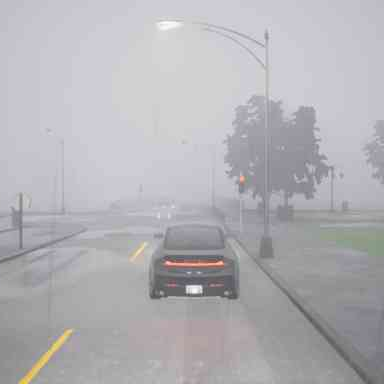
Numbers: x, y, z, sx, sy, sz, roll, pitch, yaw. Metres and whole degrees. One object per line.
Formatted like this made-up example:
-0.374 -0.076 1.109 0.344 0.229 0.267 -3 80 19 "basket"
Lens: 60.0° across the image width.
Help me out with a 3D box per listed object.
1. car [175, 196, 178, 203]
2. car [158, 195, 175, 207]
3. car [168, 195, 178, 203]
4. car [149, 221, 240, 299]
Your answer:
-4.100 1.587 60.237 1.895 1.301 4.718 0 0 0 "car"
-4.120 1.494 50.844 1.837 1.490 4.892 0 0 0 "car"
-4.035 1.485 70.451 1.837 1.490 4.892 0 0 0 "car"
0.056 1.503 8.411 1.837 1.490 4.892 0 0 0 "car"
